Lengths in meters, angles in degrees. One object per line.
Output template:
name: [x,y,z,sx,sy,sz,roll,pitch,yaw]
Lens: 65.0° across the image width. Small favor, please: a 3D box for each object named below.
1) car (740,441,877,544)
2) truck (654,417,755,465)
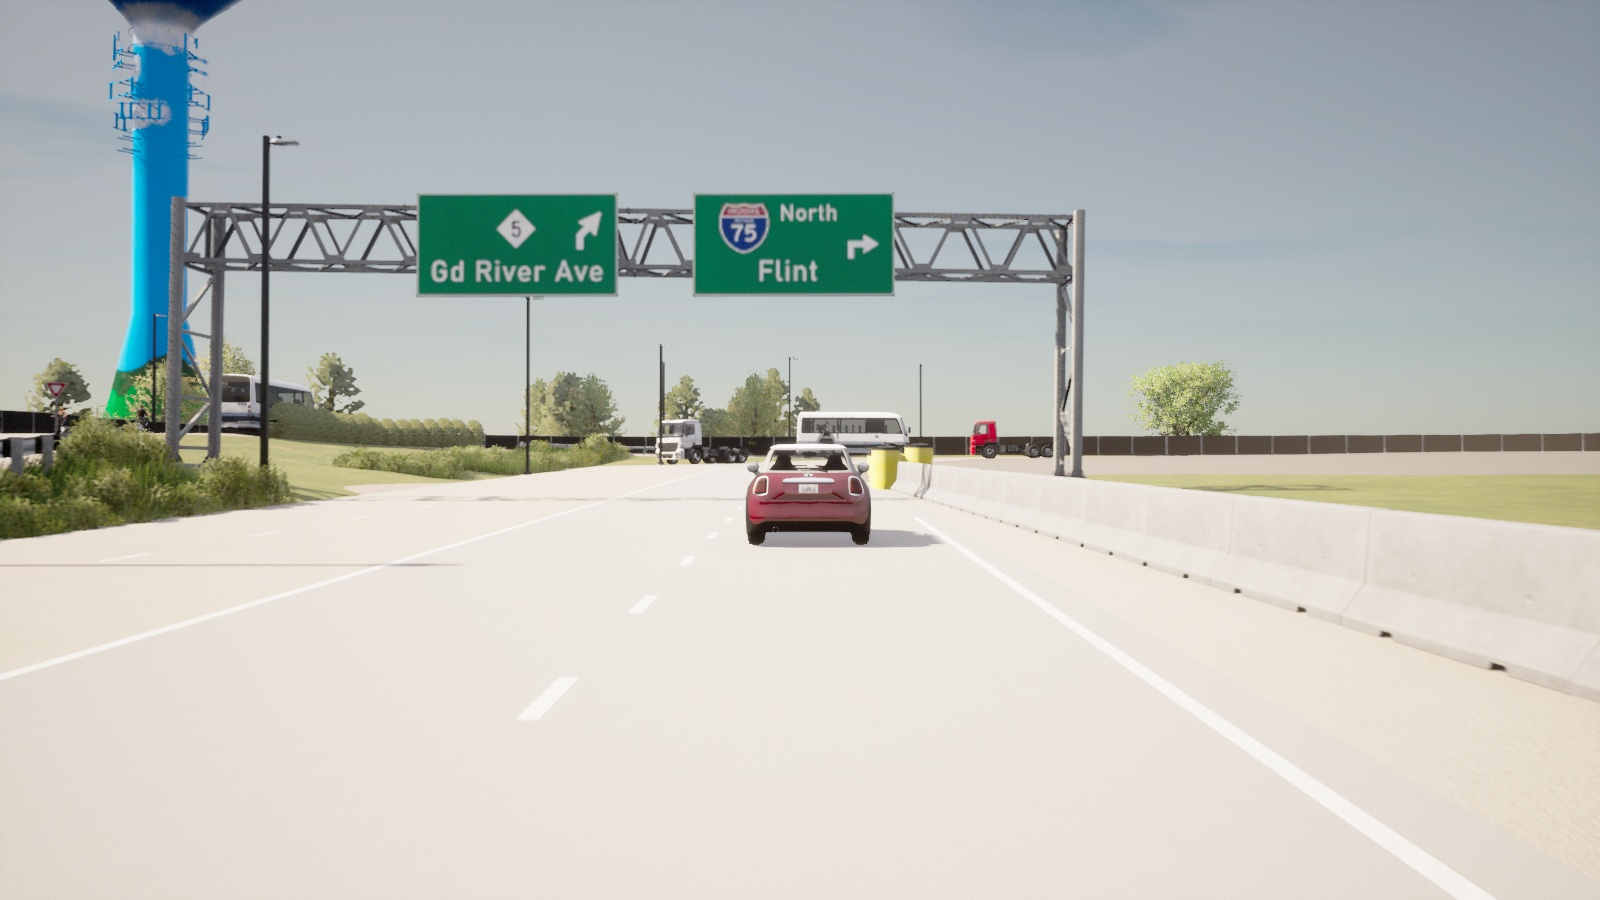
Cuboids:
car: [0.130,0.598,19.941,1.970,1.475,3.806,0,0,0]
truck: [-7.184,-0.657,95.280,2.891,3.462,7.936,-1,0,40]
